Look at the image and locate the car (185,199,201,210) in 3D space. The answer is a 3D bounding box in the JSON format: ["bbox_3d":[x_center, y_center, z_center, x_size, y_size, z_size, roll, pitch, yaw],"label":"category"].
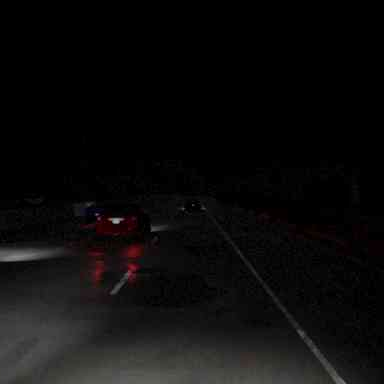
[{"bbox_3d":[0.107,1.570,42.051,1.994,1.385,4.181,0,0,0],"label":"car"}]

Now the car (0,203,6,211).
[{"bbox_3d":[-14.097,1.604,20.834,1.895,1.301,4.718,0,0,0],"label":"car"}]

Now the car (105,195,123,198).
[{"bbox_3d":[-14.017,1.362,61.730,2.097,1.767,4.553,0,0,1],"label":"car"}]

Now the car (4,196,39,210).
[{"bbox_3d":[-17.589,1.483,33.168,1.882,1.535,5.008,0,0,0],"label":"car"}]

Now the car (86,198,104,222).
[{"bbox_3d":[-6.896,1.482,26.513,1.882,1.535,5.008,0,0,0],"label":"car"}]

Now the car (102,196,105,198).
[{"bbox_3d":[-17.488,1.551,73.137,2.033,1.411,5.357,0,0,0],"label":"car"}]

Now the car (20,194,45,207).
[{"bbox_3d":[-21.075,1.231,42.987,2.150,2.045,5.566,0,0,0],"label":"car"}]

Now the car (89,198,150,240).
[{"bbox_3d":[-3.398,1.355,17.041,2.097,1.767,4.553,0,0,0],"label":"car"}]

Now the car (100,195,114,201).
[{"bbox_3d":[-20.978,1.545,82.281,2.033,1.411,5.357,0,0,0],"label":"car"}]
